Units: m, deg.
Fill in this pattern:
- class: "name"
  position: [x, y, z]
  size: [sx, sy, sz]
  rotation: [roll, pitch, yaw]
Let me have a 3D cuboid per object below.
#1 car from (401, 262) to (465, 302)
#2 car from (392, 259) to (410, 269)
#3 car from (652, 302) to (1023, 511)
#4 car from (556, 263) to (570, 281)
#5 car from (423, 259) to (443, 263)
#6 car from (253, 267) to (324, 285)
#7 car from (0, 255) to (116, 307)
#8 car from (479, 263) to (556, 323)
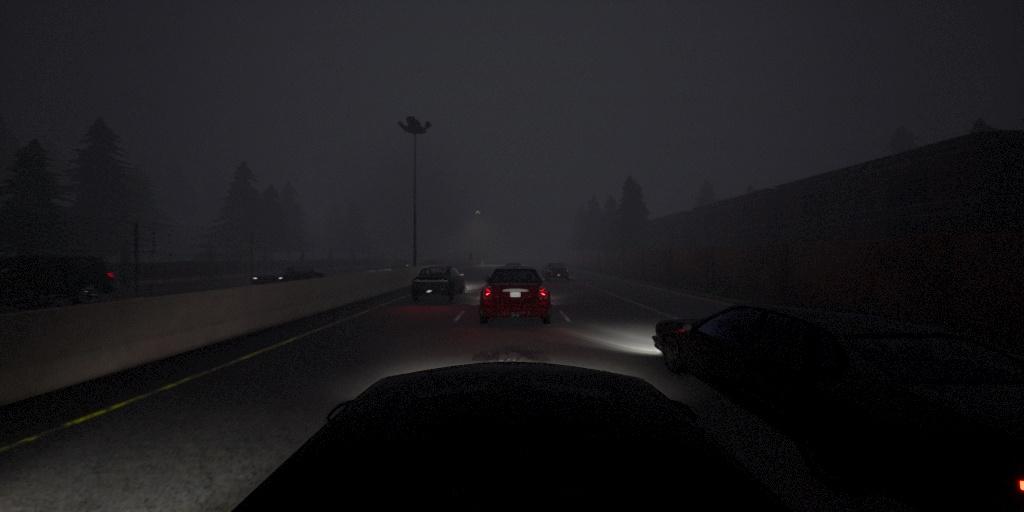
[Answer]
- class: "car"
  position: [-3.404, 1.244, 17.163]
  size: [2.128, 1.511, 4.902]
  rotation: [0, 0, 0]
- class: "car"
  position: [-17.550, 1.249, 56.923]
  size: [2.128, 1.511, 4.902]
  rotation: [0, 0, 1]
- class: "car"
  position: [3.599, 1.298, 4.429]
  size: [2.033, 1.411, 5.357]
  rotation: [0, 0, 0]
- class: "car"
  position: [3.580, 1.280, 29.868]
  size: [1.812, 1.442, 4.674]
  rotation: [0, 0, 0]
- class: "car"
  position: [-10.537, 1.281, 45.885]
  size: [1.812, 1.442, 4.674]
  rotation: [0, 0, 1]
- class: "car"
  position: [-14.104, 1.354, 22.874]
  size: [1.895, 1.301, 4.718]
  rotation: [0, 0, 0]
- class: "car"
  position: [-17.603, 0.973, 12.550]
  size: [2.150, 2.045, 5.566]
  rotation: [0, 0, 0]
- class: "car"
  position: [0.096, 1.103, 12.190]
  size: [2.097, 1.767, 4.553]
  rotation: [0, 0, 0]
